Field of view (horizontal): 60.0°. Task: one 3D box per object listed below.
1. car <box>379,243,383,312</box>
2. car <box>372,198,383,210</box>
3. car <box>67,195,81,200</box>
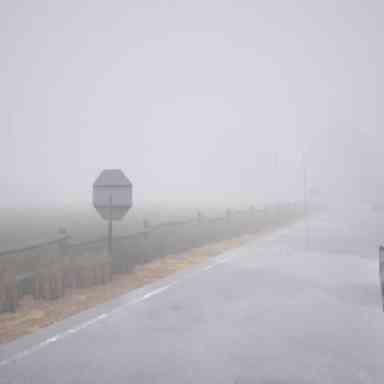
[{"bbox_3d":[4.969,1.593,6.916,1.895,1.301,4.718,0,0,28],"label":"car"},{"bbox_3d":[23.157,1.481,40.586,1.812,1.442,4.674,0,0,28],"label":"car"},{"bbox_3d":[-25.100,1.471,70.889,1.812,1.442,4.674,0,0,-38],"label":"car"}]
